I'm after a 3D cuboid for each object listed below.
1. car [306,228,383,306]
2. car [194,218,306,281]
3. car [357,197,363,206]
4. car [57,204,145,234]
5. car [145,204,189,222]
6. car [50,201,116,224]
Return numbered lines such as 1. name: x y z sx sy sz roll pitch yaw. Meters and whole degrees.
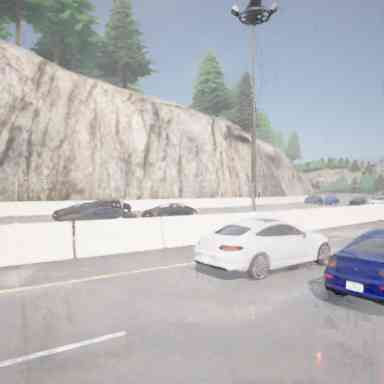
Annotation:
1. car: 4.734 1.515 7.295 4.674 1.442 1.812 0 0 -37
2. car: 2.201 1.496 9.770 4.674 1.442 1.812 0 0 -37
3. car: 27.168 1.450 54.070 2.033 1.411 5.357 0 0 38
4. car: -4.994 1.477 17.749 4.181 1.385 1.994 0 0 -37
5. car: -1.612 1.464 24.770 4.181 1.385 1.994 0 0 -39
6. car: -7.902 1.441 24.305 4.181 1.385 1.994 0 0 -37
